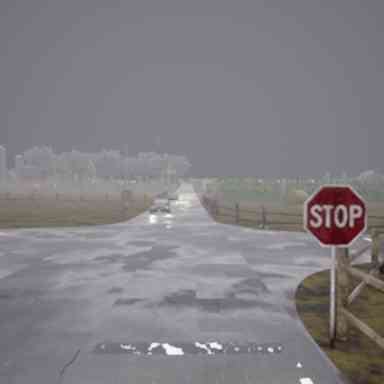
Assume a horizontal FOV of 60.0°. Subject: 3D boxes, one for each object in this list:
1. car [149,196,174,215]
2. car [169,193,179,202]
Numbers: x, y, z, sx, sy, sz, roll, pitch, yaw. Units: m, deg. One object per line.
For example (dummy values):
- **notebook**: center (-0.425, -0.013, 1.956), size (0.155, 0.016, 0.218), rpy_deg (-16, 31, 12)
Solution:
- **car**: center (-3.024, 1.394, 32.851), size (1.812, 1.442, 4.674), rpy_deg (0, 1, -1)
- **car**: center (-3.237, 0.917, 57.533), size (2.033, 1.411, 5.357), rpy_deg (0, 1, 0)
